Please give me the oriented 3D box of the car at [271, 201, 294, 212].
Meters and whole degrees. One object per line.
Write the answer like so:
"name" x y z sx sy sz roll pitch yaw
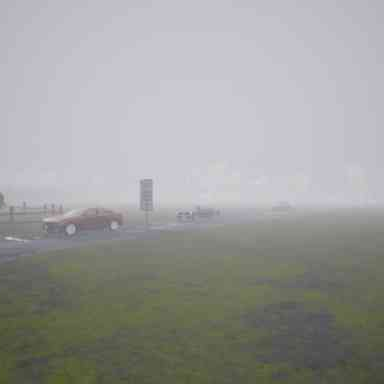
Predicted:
"car" 12.788 1.985 46.756 1.837 1.490 4.892 -1 -2 36

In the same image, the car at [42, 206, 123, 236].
"car" -6.362 1.632 19.838 1.882 1.535 5.008 -1 -1 35

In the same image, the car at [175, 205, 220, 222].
"car" 0.568 1.875 29.623 1.895 1.301 4.718 -1 -1 35
